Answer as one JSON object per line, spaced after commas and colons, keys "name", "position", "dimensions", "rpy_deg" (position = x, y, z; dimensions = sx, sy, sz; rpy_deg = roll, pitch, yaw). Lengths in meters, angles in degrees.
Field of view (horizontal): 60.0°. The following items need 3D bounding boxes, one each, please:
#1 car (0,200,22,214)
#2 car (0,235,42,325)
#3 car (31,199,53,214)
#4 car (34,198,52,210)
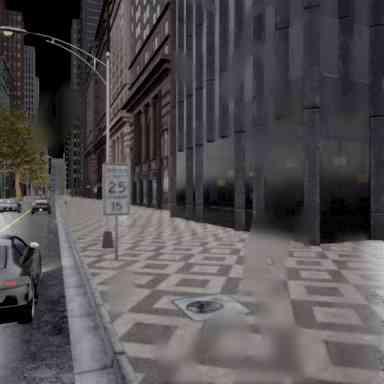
{"name": "car", "position": [-19.471, 1.590, 35.703], "dimensions": [1.994, 1.385, 4.181], "rpy_deg": [0, 0, -22]}
{"name": "car", "position": [-4.169, 1.568, 6.740], "dimensions": [1.994, 1.385, 4.181], "rpy_deg": [0, 0, -23]}
{"name": "car", "position": [-16.083, 1.532, 35.598], "dimensions": [1.837, 1.490, 4.892], "rpy_deg": [0, 0, -22]}
{"name": "car", "position": [-20.123, 1.592, 45.195], "dimensions": [2.033, 1.411, 5.357], "rpy_deg": [0, 0, -22]}
